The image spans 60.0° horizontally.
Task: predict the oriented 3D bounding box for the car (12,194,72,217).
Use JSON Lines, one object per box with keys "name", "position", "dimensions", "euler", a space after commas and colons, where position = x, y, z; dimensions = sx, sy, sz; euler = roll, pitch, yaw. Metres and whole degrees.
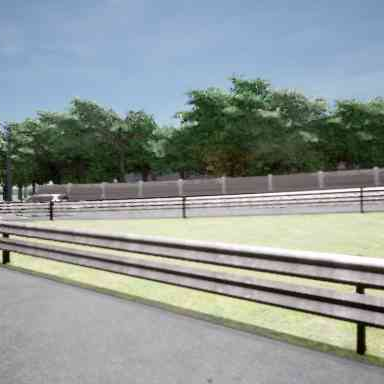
{"name": "car", "position": [-14.158, 1.279, 31.401], "dimensions": [5.566, 2.045, 2.150], "euler": [-2, -1, 15]}
